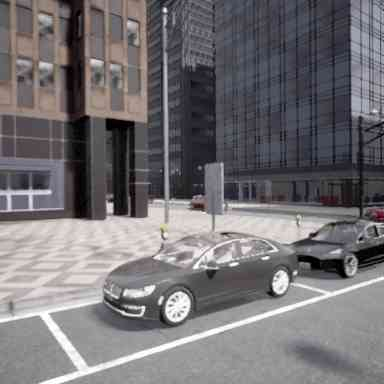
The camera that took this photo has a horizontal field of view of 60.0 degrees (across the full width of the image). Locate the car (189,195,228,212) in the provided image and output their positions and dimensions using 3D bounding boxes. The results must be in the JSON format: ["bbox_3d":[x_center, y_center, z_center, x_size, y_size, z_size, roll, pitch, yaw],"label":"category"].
[{"bbox_3d":[1.684,1.122,34.245,2.097,1.767,4.553,-1,1,-36],"label":"car"}]

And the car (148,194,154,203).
[{"bbox_3d":[-7.726,1.025,52.791,1.837,1.490,4.892,-1,1,-35],"label":"car"}]

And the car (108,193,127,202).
[{"bbox_3d":[-13.720,0.926,61.078,1.812,1.442,4.674,-1,1,-36],"label":"car"}]

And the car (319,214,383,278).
[{"bbox_3d":[4.761,1.557,10.055,4.313,1.339,1.947,0,-1,-35],"label":"car"}]

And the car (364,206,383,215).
[{"bbox_3d":[13.852,1.445,22.468,1.994,1.385,4.181,-1,1,-29],"label":"car"}]

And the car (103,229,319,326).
[{"bbox_3d":[0.381,1.548,6.931,4.403,1.369,2.008,0,-1,-35],"label":"car"}]

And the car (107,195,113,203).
[{"bbox_3d":[-11.867,1.127,53.317,1.895,1.301,4.718,-1,1,-35],"label":"car"}]
